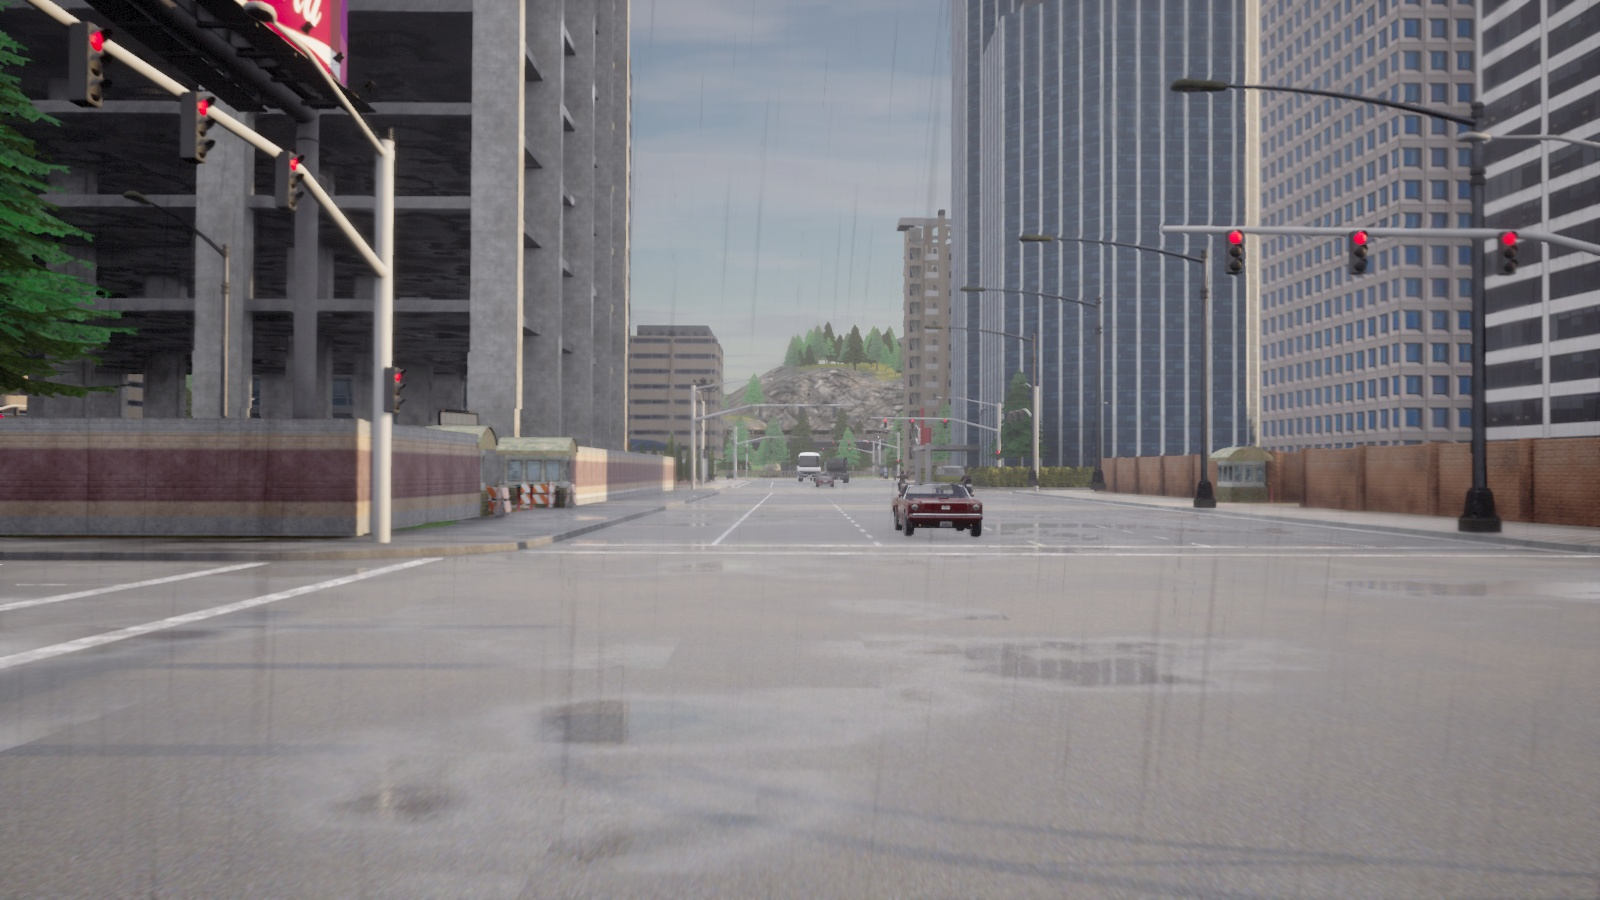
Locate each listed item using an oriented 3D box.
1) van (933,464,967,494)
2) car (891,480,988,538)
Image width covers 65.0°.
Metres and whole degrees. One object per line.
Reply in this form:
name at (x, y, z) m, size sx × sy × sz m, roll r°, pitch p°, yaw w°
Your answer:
van at (10.285, 1.971, 86.296) m, size 1.775 × 1.987 × 4.442 m, roll 0°, pitch -1°, yaw 0°
car at (3.426, 1.431, 31.653) m, size 1.895 × 1.301 × 4.718 m, roll 0°, pitch -1°, yaw 0°
